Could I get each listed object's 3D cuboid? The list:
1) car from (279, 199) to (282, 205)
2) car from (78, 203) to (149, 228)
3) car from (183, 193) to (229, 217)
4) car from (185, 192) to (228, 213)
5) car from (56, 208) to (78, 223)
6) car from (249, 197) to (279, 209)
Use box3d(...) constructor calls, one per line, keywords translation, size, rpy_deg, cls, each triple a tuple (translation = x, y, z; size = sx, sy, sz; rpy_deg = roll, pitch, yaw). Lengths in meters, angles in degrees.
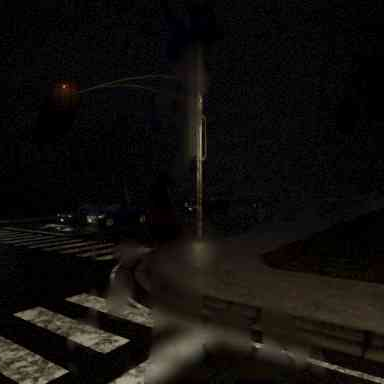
box3d(translation=(12.618, 1.493, 52.719), size=(1.895, 1.301, 4.718), rpy_deg=(0, 0, 35), cls="car")
box3d(translation=(-4.850, 1.465, 22.169), size=(1.812, 1.442, 4.674), rpy_deg=(0, 0, 36), cls="car")
box3d(translation=(1.413, 1.124, 31.142), size=(2.150, 2.045, 5.566), rpy_deg=(0, 0, 35), cls="car")
box3d(translation=(1.722, 1.111, 37.262), size=(2.150, 2.045, 5.566), rpy_deg=(0, 1, 35), cls="car")
box3d(translation=(-7.128, 1.495, 24.508), size=(2.033, 1.411, 5.357), rpy_deg=(0, 0, 38), cls="car")
box3d(translation=(8.914, 1.367, 41.867), size=(1.837, 1.490, 4.892), rpy_deg=(0, 0, 35), cls="car")
